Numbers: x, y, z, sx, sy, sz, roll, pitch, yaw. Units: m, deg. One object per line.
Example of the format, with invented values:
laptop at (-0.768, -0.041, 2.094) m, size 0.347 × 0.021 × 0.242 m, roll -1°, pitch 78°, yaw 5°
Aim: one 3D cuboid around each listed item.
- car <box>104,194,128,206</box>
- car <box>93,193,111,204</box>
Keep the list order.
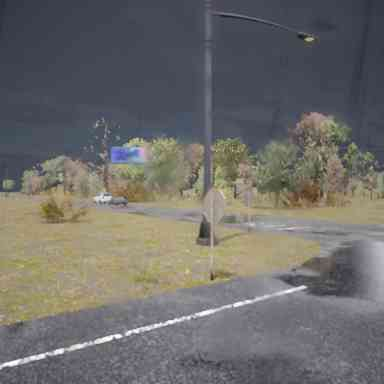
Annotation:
car at (-12.334, 1.508, 54.965) m, size 2.033 × 1.411 × 5.357 m, roll 0°, pitch 0°, yaw -33°
car at (-16.340, 1.169, 60.906) m, size 2.150 × 2.045 × 5.566 m, roll 0°, pitch 0°, yaw -34°
